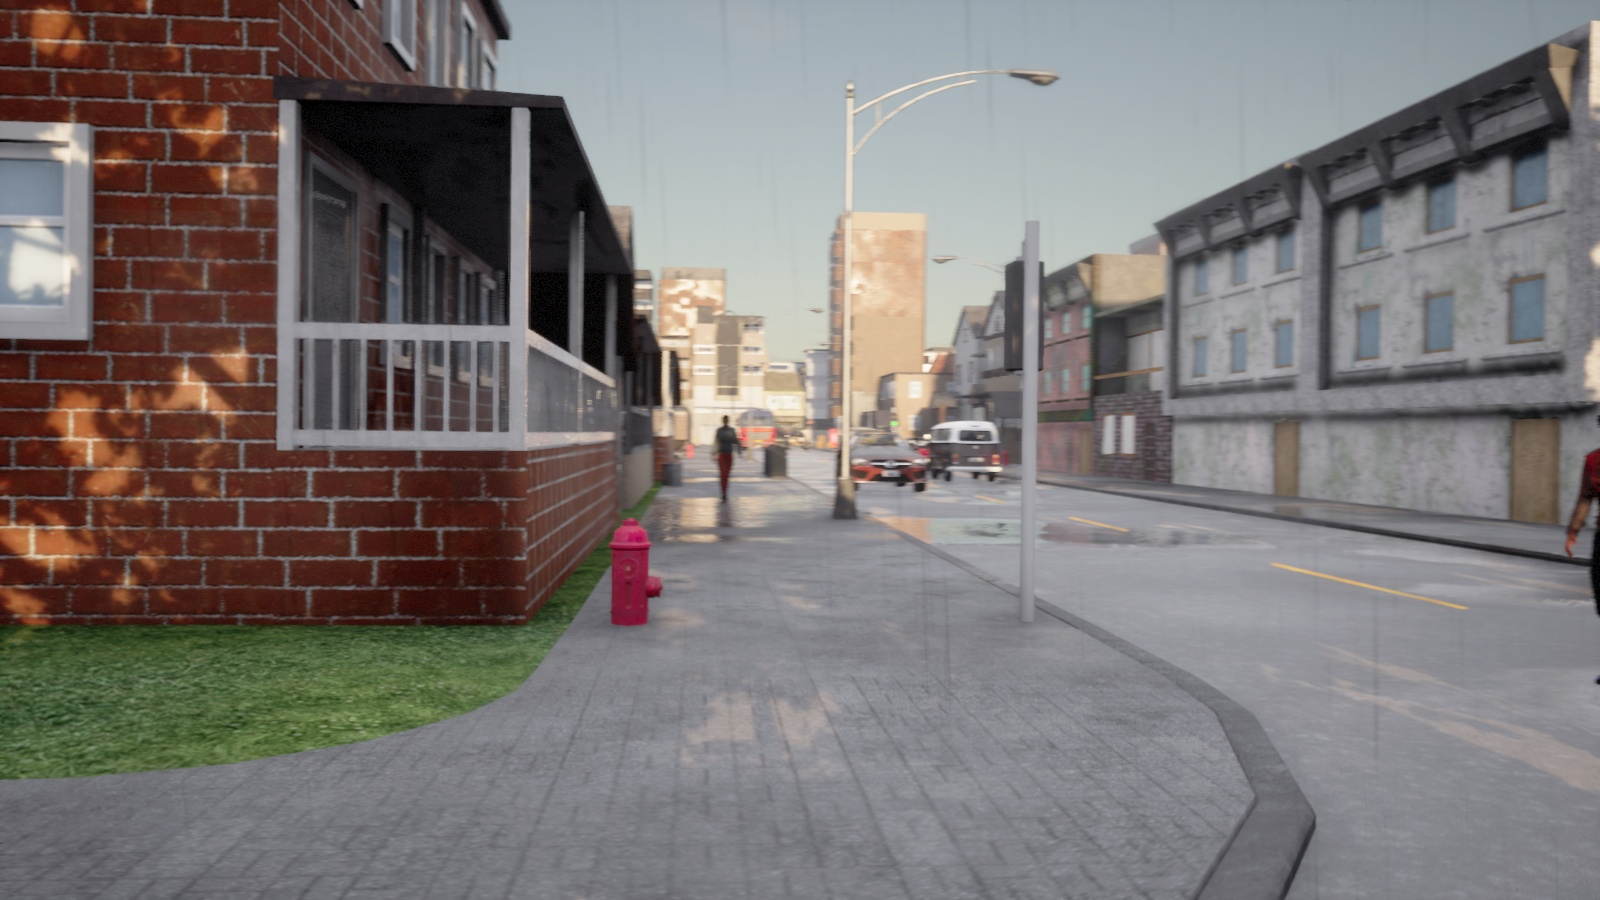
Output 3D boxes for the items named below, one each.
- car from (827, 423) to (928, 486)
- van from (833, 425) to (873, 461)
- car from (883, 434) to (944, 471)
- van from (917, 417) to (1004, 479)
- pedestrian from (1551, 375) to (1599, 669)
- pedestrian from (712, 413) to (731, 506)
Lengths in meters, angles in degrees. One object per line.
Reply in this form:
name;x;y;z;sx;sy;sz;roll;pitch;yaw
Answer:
car;2.109;0.091;35.678;2.152;1.651;5.027;-1;1;-5
van;3.034;-0.429;72.589;1.775;1.987;4.442;-1;1;-5
car;4.713;0.080;52.535;1.816;1.474;4.193;-1;1;-5
van;5.472;-0.097;43.435;2.069;2.038;4.480;-1;1;-5
pedestrian;5.228;0.437;8.021;0.869;1.805;0.328;-1;1;-28
pedestrian;-1.596;0.191;25.398;0.353;1.847;0.614;-1;1;-5
